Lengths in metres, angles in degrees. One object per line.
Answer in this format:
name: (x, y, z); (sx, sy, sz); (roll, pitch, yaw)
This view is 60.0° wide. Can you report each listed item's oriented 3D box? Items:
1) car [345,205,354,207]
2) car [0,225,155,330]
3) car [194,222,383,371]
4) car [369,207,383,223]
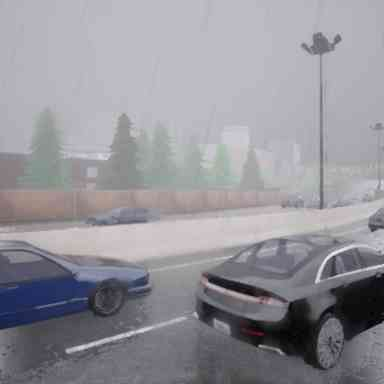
car: (18.572, 1.660, 40.472); (1.895, 1.301, 4.718); (0, 0, 32)
car: (-3.359, 1.579, 5.739); (5.357, 1.411, 2.033); (0, 0, -36)
car: (2.283, 1.503, 5.756); (4.902, 1.511, 2.128); (0, 0, -38)
car: (11.832, 1.566, 19.400); (2.033, 1.411, 5.357); (0, 0, 42)
